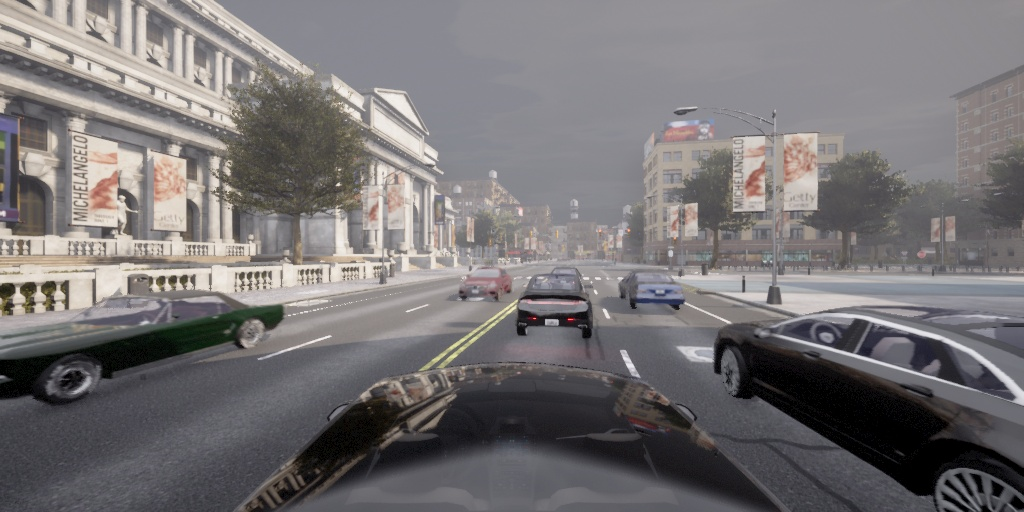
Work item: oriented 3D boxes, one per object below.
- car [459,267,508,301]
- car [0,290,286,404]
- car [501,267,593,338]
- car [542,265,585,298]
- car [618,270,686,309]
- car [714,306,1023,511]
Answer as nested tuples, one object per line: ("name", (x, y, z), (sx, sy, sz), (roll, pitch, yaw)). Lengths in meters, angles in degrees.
("car", (-1.136, 1.275, 17.732), (1.812, 1.442, 4.674), (0, 0, 11))
("car", (-6.658, 1.351, 6.500), (1.895, 1.301, 4.718), (0, 0, 7))
("car", (1.265, 1.241, 10.248), (2.128, 1.511, 4.902), (0, 0, 9))
("car", (2.937, 1.297, 19.724), (2.033, 1.411, 5.357), (0, 0, 11))
("car", (5.634, 1.298, 15.006), (2.033, 1.411, 5.357), (0, 0, 10))
("car", (3.905, 1.242, 3.535), (2.128, 1.511, 4.902), (0, 0, 3))
